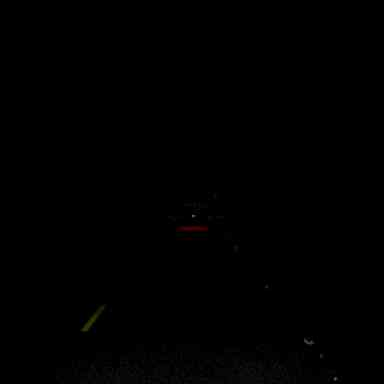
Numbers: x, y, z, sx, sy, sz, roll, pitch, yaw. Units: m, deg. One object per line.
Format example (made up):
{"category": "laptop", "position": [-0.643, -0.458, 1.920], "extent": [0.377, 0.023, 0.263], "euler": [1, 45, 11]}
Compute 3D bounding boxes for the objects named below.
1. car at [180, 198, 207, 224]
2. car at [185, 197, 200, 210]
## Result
{"category": "car", "position": [0.109, 1.469, 25.049], "extent": [1.882, 1.535, 5.008], "euler": [0, 0, 0]}
{"category": "car", "position": [0.113, 1.489, 42.949], "extent": [1.837, 1.490, 4.892], "euler": [0, 0, 0]}
